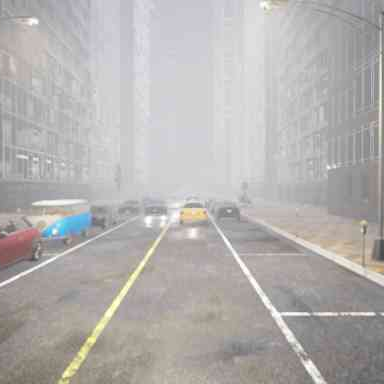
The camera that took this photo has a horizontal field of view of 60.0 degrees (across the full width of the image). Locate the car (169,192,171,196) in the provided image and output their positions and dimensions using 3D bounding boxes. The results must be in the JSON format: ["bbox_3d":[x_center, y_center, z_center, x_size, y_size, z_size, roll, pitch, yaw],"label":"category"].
[{"bbox_3d":[-5.694,0.801,82.855,1.967,1.590,4.097,0,0,0],"label":"car"}]

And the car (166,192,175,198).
[{"bbox_3d":[-5.694,0.750,88.547,1.967,1.590,4.097,0,1,0],"label":"car"}]

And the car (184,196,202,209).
[{"bbox_3d":[0.099,1.246,41.694,2.033,1.411,5.357,0,0,0],"label":"car"}]

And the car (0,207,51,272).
[{"bbox_3d":[-5.694,1.379,8.857,1.967,1.590,4.097,0,0,0],"label":"car"}]

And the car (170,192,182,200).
[{"bbox_3d":[-3.003,1.003,71.238,1.994,1.385,4.181,0,0,0],"label":"car"}]

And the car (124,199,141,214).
[{"bbox_3d":[-5.694,1.341,31.627,1.947,1.339,4.313,0,0,0],"label":"car"}]

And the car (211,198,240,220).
[{"bbox_3d":[2.687,1.383,25.926,1.947,1.339,4.313,0,0,0],"label":"car"}]

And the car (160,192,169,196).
[{"bbox_3d":[-5.694,1.099,60.087,1.887,1.381,4.507,0,0,0],"label":"car"}]

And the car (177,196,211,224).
[{"bbox_3d":[0.099,1.292,23.282,1.801,1.575,5.366,0,0,0],"label":"car"}]

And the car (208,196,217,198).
[{"bbox_3d":[2.687,1.320,31.619,1.887,1.381,4.507,0,0,0],"label":"car"}]

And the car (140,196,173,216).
[{"bbox_3d":[-3.099,1.352,29.847,1.994,1.385,4.181,0,0,0],"label":"car"}]

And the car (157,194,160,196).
[{"bbox_3d":[-5.694,1.255,43.011,1.947,1.339,4.313,0,0,0],"label":"car"}]

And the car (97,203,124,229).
[{"bbox_3d":[-5.694,1.425,20.243,1.947,1.339,4.313,0,0,0],"label":"car"}]

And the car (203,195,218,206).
[{"bbox_3d":[2.686,1.190,48.697,1.887,1.381,4.507,0,0,0],"label":"car"}]

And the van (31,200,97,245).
[{"bbox_3d":[-5.694,1.240,14.547,1.690,1.788,3.998,0,0,0],"label":"van"}]

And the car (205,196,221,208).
[{"bbox_3d":[2.687,1.271,43.003,1.802,1.307,4.206,0,0,0],"label":"car"}]
